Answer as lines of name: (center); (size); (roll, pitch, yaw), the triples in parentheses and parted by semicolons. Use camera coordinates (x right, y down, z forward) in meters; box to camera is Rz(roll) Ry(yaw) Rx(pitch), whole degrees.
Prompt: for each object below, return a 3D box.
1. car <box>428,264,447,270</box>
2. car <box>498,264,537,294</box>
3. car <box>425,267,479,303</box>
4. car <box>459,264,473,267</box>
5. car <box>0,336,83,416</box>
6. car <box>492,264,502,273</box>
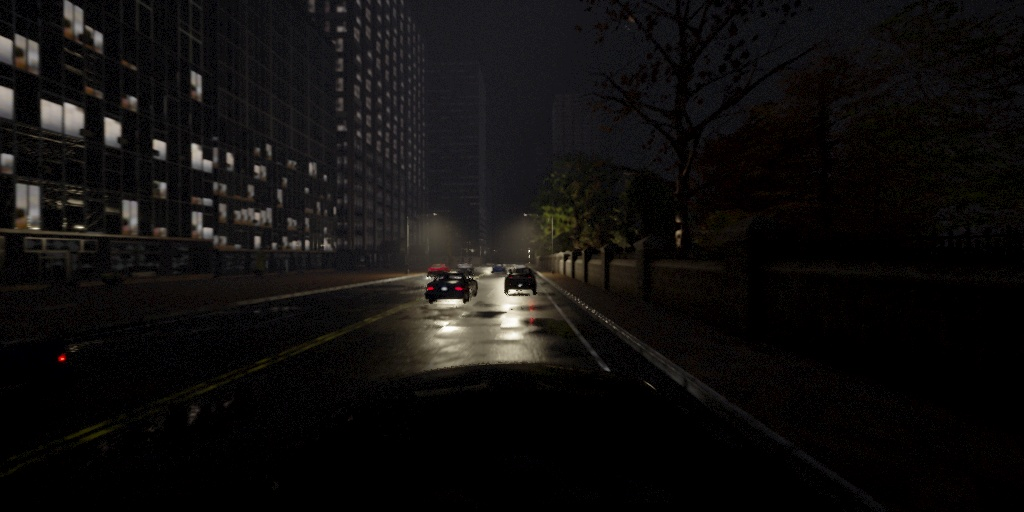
car: (-8.955, 1.706, 43.814); (1.882, 1.535, 5.008); (0, -1, 1)
car: (0.508, 1.456, 22.293); (2.128, 1.511, 4.902); (0, -1, 1)
car: (-2.835, 1.478, 17.806); (2.033, 1.411, 5.357); (0, -1, 1)
car: (-5.699, 1.710, 44.016); (2.128, 1.511, 4.902); (0, -1, 1)
car: (-6.626, 1.326, 2.255); (2.033, 1.411, 5.357); (0, -1, 1)
car: (-2.021, 1.891, 55.353); (1.994, 1.385, 4.181); (0, -1, 1)
